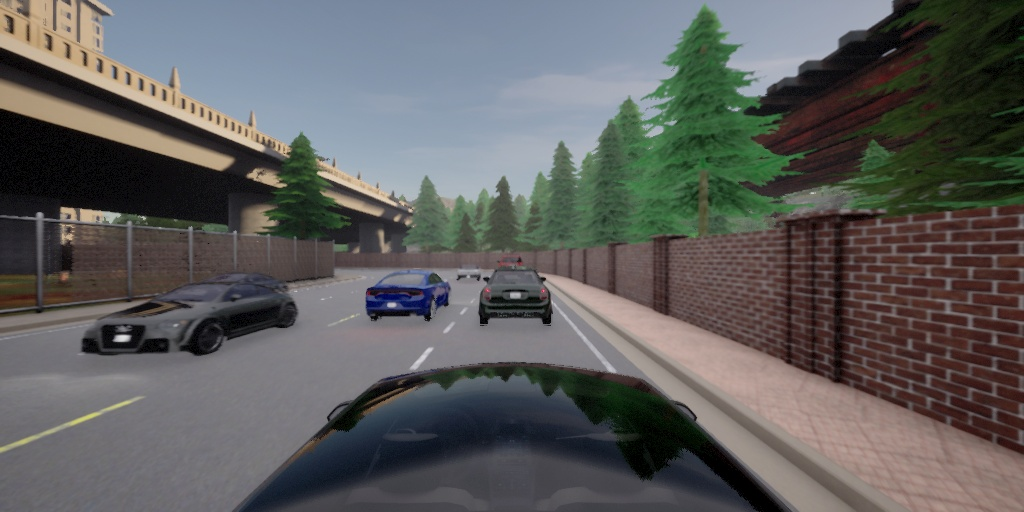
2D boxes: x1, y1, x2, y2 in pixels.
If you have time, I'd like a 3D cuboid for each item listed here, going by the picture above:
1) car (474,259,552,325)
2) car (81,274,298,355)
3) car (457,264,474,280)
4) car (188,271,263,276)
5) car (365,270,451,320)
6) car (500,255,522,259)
[{"bbox_3d":[0.098,1.102,12.018,2.097,1.767,4.553,0,0,0],"label":"car"},{"bbox_3d":[-7.104,1.314,8.531,1.994,1.385,4.181,0,0,0],"label":"car"},{"bbox_3d":[-3.701,1.350,30.918,1.895,1.301,4.718,0,0,-5],"label":"car"},{"bbox_3d":[-10.609,1.314,13.784,1.994,1.385,4.181,0,0,0],"label":"car"},{"bbox_3d":[-3.402,1.227,12.617,1.882,1.535,5.008,0,0,0],"label":"car"},{"bbox_3d":[-0.160,0.970,31.600,2.150,2.045,5.566,0,0,-4],"label":"car"}]
